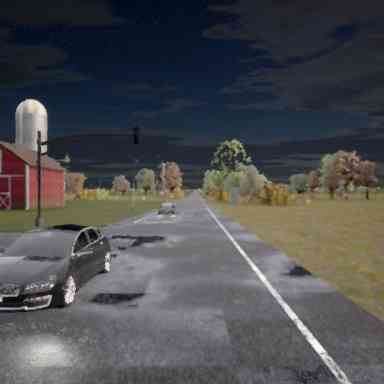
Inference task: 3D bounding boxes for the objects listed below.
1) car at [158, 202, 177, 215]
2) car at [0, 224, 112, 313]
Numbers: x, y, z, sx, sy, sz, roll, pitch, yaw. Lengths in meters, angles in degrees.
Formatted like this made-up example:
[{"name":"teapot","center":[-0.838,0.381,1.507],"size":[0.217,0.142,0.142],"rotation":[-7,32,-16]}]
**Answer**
[{"name":"car","center":[-2.879,1.923,39.304],"size":[1.812,1.442,4.674],"rotation":[0,0,1]},{"name":"car","center":[-3.347,1.621,8.209],"size":[1.837,1.490,4.892],"rotation":[0,0,1]}]
